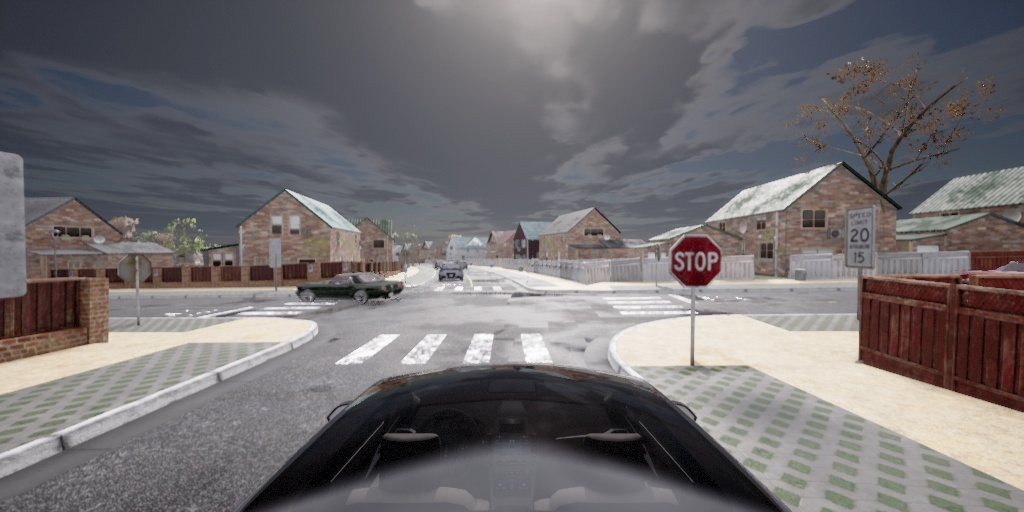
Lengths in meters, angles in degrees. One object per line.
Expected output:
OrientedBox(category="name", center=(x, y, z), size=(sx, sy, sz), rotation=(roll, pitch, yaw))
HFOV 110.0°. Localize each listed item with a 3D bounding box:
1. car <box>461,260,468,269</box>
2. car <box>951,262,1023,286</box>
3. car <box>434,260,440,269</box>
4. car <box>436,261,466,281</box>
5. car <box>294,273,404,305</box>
OrientedBox(category="car", center=(-8.541, 1.433, 59.323), size=(2.128, 1.511, 4.902), rotation=(0, 0, -17))
OrientedBox(category="car", center=(20.499, 0.861, 14.030), size=(4.718, 1.301, 1.895), rotation=(-1, 1, 5))
OrientedBox(category="car", center=(-12.526, 1.494, 62.933), size=(2.128, 1.511, 4.902), rotation=(0, 0, -18))
OrientedBox(category="car", center=(-5.097, 1.360, 30.224), size=(1.994, 1.385, 4.181), rotation=(0, 0, -9))
OrientedBox(category="car", center=(-7.591, 1.461, 16.665), size=(4.718, 1.301, 1.895), rotation=(-1, 1, 16))
